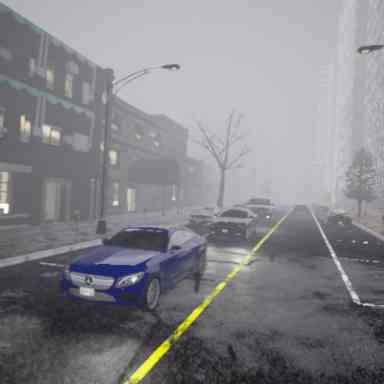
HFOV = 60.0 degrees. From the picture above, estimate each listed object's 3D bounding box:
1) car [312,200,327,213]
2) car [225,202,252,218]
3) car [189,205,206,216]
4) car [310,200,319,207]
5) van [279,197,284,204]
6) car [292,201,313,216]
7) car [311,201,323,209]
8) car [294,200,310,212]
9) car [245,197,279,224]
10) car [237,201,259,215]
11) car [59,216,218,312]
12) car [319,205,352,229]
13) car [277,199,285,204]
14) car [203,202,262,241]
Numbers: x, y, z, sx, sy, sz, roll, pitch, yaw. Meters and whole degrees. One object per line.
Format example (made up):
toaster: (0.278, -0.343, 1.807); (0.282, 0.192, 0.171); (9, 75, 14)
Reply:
car: (18.102, 2.224, 46.557); (1.887, 1.381, 4.507); (3, 0, 19)
car: (4.723, 1.733, 33.259); (1.887, 1.381, 4.507); (3, 0, 19)
car: (1.067, 1.601, 22.579); (2.008, 1.369, 4.403); (3, 0, 19)
car: (28.893, 2.657, 78.654); (1.947, 1.339, 4.313); (3, 0, 19)
van: (22.783, 2.218, 86.727); (1.690, 1.788, 3.998); (3, 0, 19)
car: (12.812, 1.988, 38.978); (1.837, 1.490, 4.892); (2, 0, 19)
car: (23.497, 2.451, 62.605); (1.947, 1.339, 4.313); (3, 0, 19)
car: (16.907, 2.131, 51.163); (2.128, 1.511, 4.902); (2, 0, 19)
car: (5.716, 1.442, 27.845); (2.150, 2.045, 5.566); (2, 0, 19)
car: (6.552, 1.839, 38.597); (1.802, 1.307, 4.206); (3, 0, 19)
car: (-0.996, 1.493, 7.931); (1.812, 1.442, 4.674); (2, 0, 21)
car: (11.005, 1.960, 25.128); (2.008, 1.369, 4.403); (3, 0, 19)
car: (24.570, 2.528, 92.079); (1.802, 1.307, 4.206); (3, 0, 19)
car: (2.334, 1.570, 17.841); (1.882, 1.535, 5.008); (2, 0, 19)
